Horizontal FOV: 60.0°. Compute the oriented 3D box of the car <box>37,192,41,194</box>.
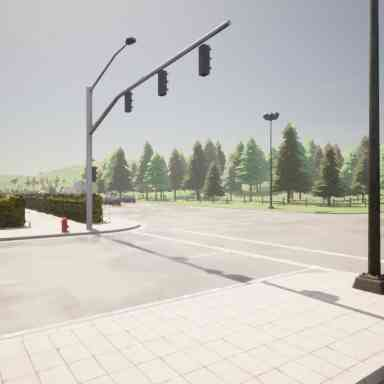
[{"bbox_3d":[-29.754,1.058,65.879,2.150,2.045,5.566,0,0,-35],"label":"car"}]

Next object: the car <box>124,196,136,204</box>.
[{"bbox_3d":[-12.769,1.505,65.889,1.837,1.490,4.892,0,0,-35],"label":"car"}]

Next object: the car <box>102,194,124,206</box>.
[{"bbox_3d":[-13.293,1.525,54.474,1.812,1.442,4.674,0,0,-35],"label":"car"}]

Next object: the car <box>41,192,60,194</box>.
[{"bbox_3d":[-24.085,1.221,57.637,2.150,2.045,5.566,0,0,-35],"label":"car"}]
